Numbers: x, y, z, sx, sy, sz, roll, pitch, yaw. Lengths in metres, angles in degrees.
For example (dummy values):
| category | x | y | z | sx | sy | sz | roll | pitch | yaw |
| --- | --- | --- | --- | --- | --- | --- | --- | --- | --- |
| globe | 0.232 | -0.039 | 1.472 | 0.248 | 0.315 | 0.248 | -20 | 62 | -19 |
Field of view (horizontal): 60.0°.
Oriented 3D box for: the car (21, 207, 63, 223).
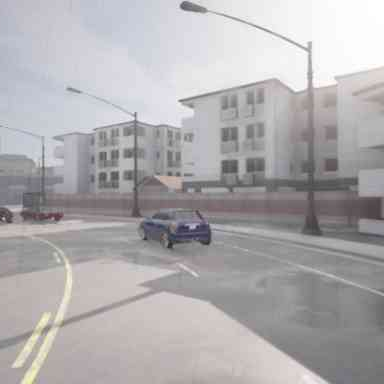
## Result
| category | x | y | z | sx | sy | sz | roll | pitch | yaw |
| --- | --- | --- | --- | --- | --- | --- | --- | --- | --- |
| car | -13.663 | 2.013 | 30.092 | 4.718 | 1.301 | 1.895 | -1 | -1 | 41 |

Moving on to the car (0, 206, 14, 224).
| category | x | y | z | sx | sy | sz | roll | pitch | yaw |
| --- | --- | --- | --- | --- | --- | --- | --- | --- | --- |
| car | -16.753 | 1.908 | 28.097 | 4.892 | 1.490 | 1.837 | -1 | -1 | 41 |

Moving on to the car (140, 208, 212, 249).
| category | x | y | z | sx | sy | sz | roll | pitch | yaw |
| --- | --- | --- | --- | --- | --- | --- | --- | --- | --- |
| car | -0.943 | 1.544 | 15.922 | 2.097 | 1.767 | 4.553 | 0 | -1 | -27 |
